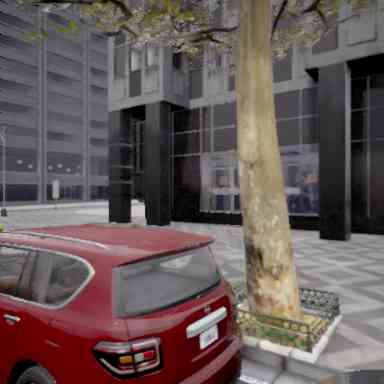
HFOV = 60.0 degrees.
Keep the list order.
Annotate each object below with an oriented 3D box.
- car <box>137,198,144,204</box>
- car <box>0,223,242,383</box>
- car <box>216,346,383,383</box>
[{"bbox_3d":[-6.136,1.123,50.900,1.895,1.301,4.718,0,1,36],"label":"car"},{"bbox_3d":[-1.800,1.335,4.243,5.009,1.841,2.192,0,0,35],"label":"car"},{"bbox_3d":[2.508,1.543,1.172,4.403,1.369,2.008,0,0,35],"label":"car"}]
